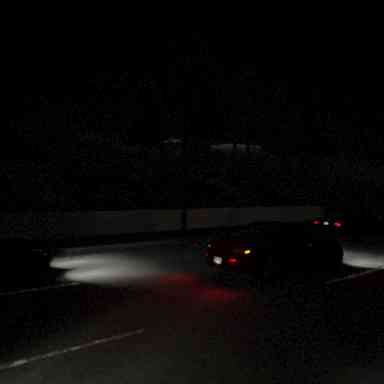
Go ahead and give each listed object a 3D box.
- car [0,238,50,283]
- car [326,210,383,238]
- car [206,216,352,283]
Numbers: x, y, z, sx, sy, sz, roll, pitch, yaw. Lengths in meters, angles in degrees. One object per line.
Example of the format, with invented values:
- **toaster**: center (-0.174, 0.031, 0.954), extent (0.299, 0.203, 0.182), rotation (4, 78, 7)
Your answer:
- **car**: center (-5.991, 1.523, 8.071), extent (4.674, 1.442, 1.812), rotation (1, 0, -36)
- **car**: center (9.034, 1.706, 18.662), extent (5.357, 1.411, 2.033), rotation (1, 0, -34)
- **car**: center (2.537, 1.593, 9.849), extent (4.674, 1.442, 1.812), rotation (1, 0, -35)
